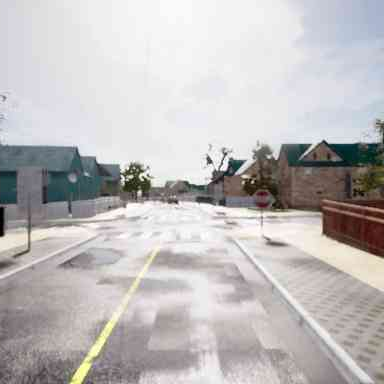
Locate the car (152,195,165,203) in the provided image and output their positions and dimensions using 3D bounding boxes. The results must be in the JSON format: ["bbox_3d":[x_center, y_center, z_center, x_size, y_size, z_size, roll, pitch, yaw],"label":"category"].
[{"bbox_3d":[-7.317,1.441,71.073,1.812,1.442,4.674,0,-1,-10],"label":"car"}]

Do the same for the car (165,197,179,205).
[{"bbox_3d":[-3.850,1.765,67.426,1.837,1.490,4.892,0,-1,-10],"label":"car"}]

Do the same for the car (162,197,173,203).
[{"bbox_3d":[-5.805,1.886,77.357,1.895,1.301,4.718,0,-1,-12],"label":"car"}]
